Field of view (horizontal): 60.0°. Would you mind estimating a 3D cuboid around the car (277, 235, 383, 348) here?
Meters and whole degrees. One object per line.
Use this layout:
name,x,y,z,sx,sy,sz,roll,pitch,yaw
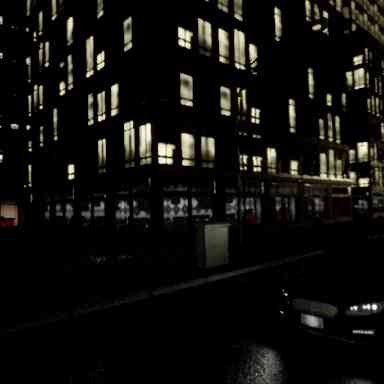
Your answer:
car,3.584,1.671,6.617,4.902,1.511,2.128,0,-3,-42
